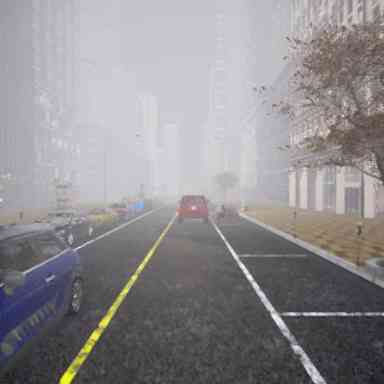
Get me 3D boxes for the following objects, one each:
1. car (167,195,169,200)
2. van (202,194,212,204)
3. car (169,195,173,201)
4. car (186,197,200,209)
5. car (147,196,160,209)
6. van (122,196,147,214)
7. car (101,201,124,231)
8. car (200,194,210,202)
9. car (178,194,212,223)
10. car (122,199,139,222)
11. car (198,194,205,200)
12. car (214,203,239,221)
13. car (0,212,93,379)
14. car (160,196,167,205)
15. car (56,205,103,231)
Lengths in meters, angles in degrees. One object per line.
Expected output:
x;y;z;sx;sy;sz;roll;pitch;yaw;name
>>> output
-5.693;1.450;59.744;2.008;1.369;4.403;-1;0;0;car
2.683;1.240;59.743;1.690;1.788;3.998;-1;0;0;van
-5.690;1.431;82.243;2.008;1.369;4.403;-1;0;0;car
0.107;1.421;45.802;1.837;1.490;4.892;0;0;0;car
-5.695;1.465;42.868;1.887;1.381;4.507;-1;0;0;car
-5.700;1.278;31.617;1.690;1.788;3.998;-1;0;0;van
-5.699;1.482;20.199;1.752;1.417;4.829;-1;0;0;car
2.686;1.329;70.992;1.967;1.590;4.097;-1;0;0;car
0.104;1.171;25.025;2.150;2.045;5.566;0;0;0;car
-5.697;1.491;25.993;1.887;1.381;4.507;-1;0;0;car
2.692;1.399;93.663;1.752;1.417;4.829;-1;0;0;car
2.683;1.529;25.993;1.802;1.307;4.206;-1;0;0;car
-3.090;1.341;4.393;2.097;1.767;4.553;0;0;0;car
-5.693;1.456;54.119;2.008;1.369;4.403;-1;0;0;car
-5.699;1.518;14.743;2.008;1.369;4.403;-1;0;0;car
